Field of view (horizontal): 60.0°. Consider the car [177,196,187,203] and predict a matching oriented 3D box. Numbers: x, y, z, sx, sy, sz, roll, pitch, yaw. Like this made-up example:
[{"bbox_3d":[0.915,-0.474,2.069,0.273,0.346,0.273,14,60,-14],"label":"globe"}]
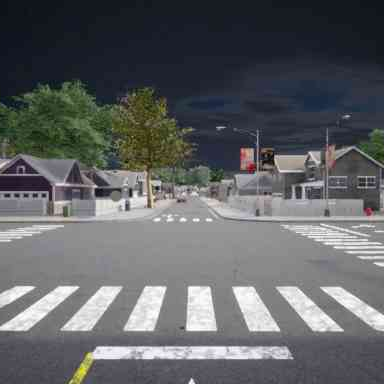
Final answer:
[{"bbox_3d":[-2.139,1.509,68.931,1.882,1.535,5.008,0,0,0],"label":"car"}]
